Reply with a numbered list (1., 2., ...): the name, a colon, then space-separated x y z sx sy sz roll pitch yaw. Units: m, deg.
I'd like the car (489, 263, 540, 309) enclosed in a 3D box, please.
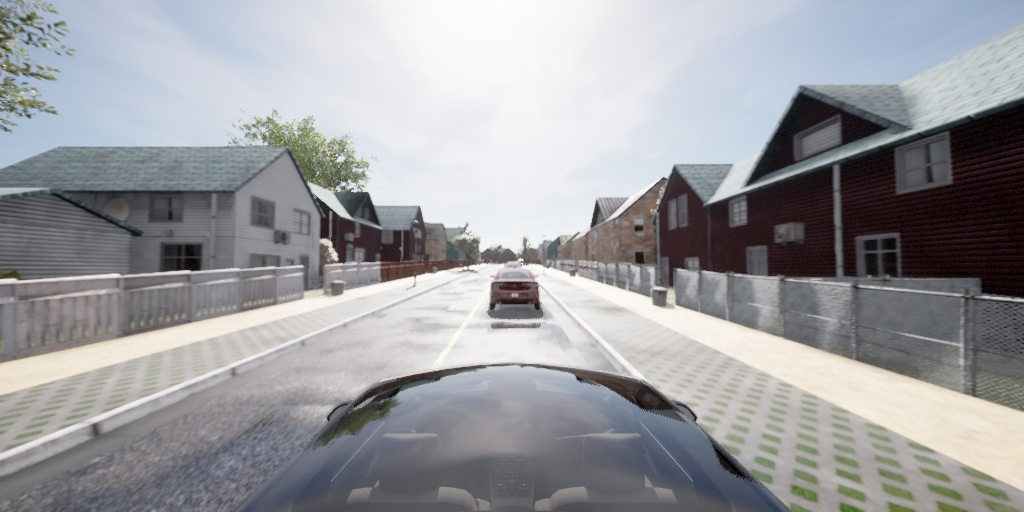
1. car: 0.102 1.211 14.980 1.882 1.535 5.008 0 0 0
